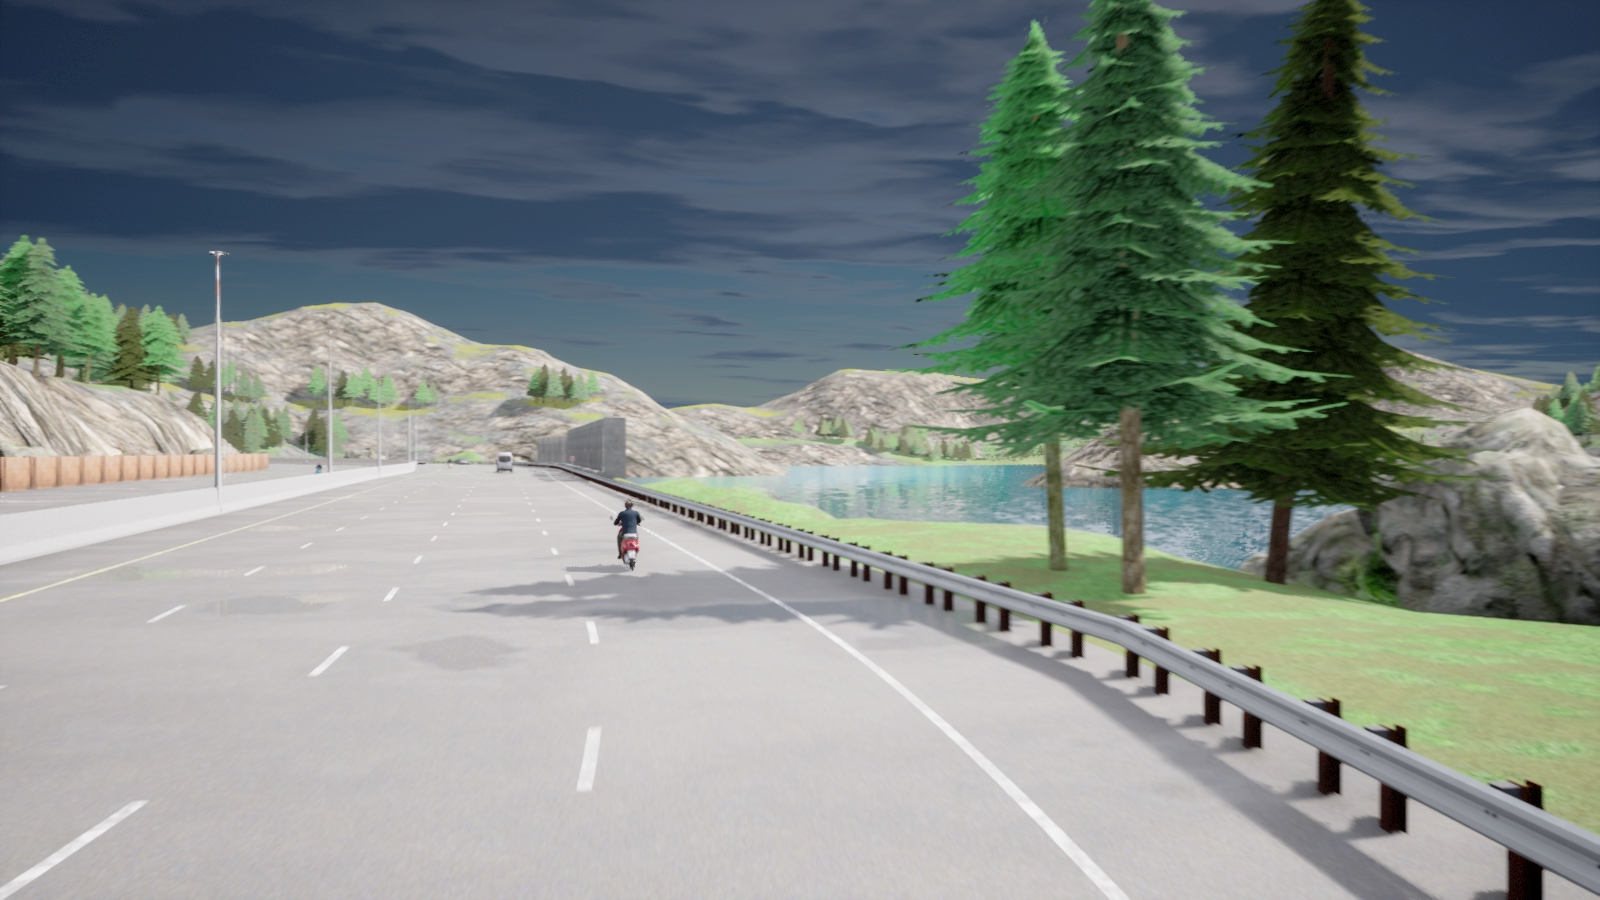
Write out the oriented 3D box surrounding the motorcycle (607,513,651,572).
[{"bbox_3d":[-4.098,2.185,27.292,0.856,1.236,1.805,-1,0,-13],"label":"motorcycle"}]
